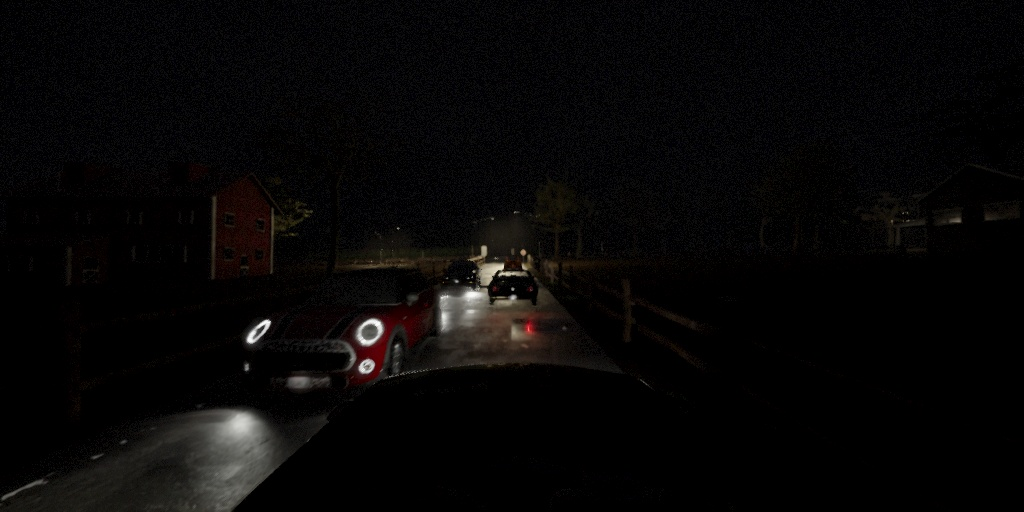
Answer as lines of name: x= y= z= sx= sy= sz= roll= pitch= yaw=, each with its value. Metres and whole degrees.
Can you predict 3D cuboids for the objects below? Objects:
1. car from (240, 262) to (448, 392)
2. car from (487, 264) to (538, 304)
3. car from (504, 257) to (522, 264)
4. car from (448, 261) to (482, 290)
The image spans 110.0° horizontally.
car: x=-2.777 y=1.042 z=6.943 sx=2.097 sy=1.767 sz=4.553 roll=0 pitch=1 yaw=0
car: x=0.051 y=1.199 z=15.181 sx=1.895 sy=1.301 sz=4.718 roll=0 pitch=1 yaw=1
car: x=0.104 y=0.795 z=40.057 sx=1.882 sy=1.535 sz=5.008 roll=0 pitch=1 yaw=0
car: x=-2.813 y=1.040 z=20.743 sx=1.837 sy=1.490 sz=4.892 roll=0 pitch=1 yaw=0
